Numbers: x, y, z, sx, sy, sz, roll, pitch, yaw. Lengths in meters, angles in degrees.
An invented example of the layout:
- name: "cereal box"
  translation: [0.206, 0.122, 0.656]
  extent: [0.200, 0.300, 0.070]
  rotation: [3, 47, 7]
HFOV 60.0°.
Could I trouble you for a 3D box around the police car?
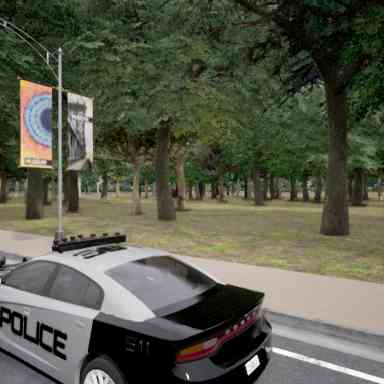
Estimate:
- name: "police car"
  translation: [-1.517, 1.425, 4.680]
  extent: [5.238, 1.638, 1.930]
  rotation: [0, 0, 36]
